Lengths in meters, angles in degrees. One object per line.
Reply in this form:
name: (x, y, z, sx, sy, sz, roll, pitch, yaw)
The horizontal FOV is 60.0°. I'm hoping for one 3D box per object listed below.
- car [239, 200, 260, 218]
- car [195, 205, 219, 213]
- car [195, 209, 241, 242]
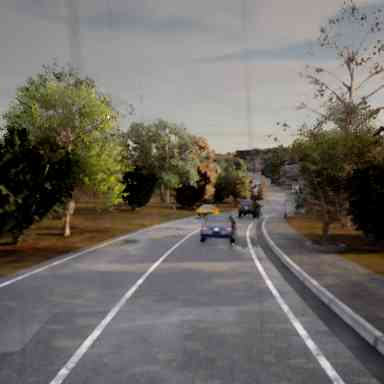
car: (7.342, 2.106, 42.294, 2.150, 2.045, 5.566, 1, -1, 19)
car: (1.731, 2.162, 36.683, 1.882, 1.535, 5.008, 1, -1, 17)
car: (1.592, 1.945, 18.943, 2.033, 1.411, 5.357, 0, -1, 9)
